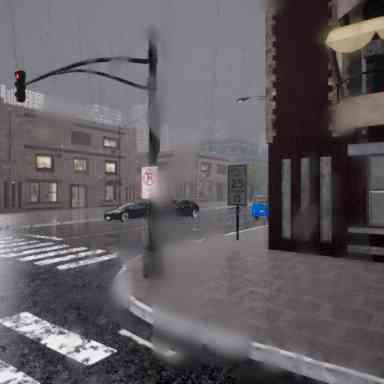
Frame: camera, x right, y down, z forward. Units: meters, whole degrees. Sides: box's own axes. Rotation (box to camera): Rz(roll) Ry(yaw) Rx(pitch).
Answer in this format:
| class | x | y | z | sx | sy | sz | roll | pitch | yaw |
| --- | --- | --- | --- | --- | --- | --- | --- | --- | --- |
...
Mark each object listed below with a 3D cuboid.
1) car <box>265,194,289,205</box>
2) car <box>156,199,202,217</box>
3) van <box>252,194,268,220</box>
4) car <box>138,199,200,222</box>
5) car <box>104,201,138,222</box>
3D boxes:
| class | x | y | z | sx | sy | sz | roll | pitch | yaw |
| --- | --- | --- | --- | --- | --- | --- | --- | --- | --- |
| car | 12.155 | 1.037 | 47.364 | 1.947 | 1.339 | 4.313 | 1 | 1 | 35 |
| car | -1.066 | 1.309 | 28.807 | 1.802 | 1.307 | 4.206 | 1 | 1 | 35 |
| van | 5.770 | 1.047 | 23.955 | 1.690 | 1.788 | 3.998 | 1 | 1 | 35 |
| car | -1.306 | 1.271 | 24.019 | 1.837 | 1.490 | 4.892 | 0 | 1 | 35 |
| car | -4.371 | 1.358 | 24.168 | 1.947 | 1.339 | 4.313 | 1 | 1 | 35 |
